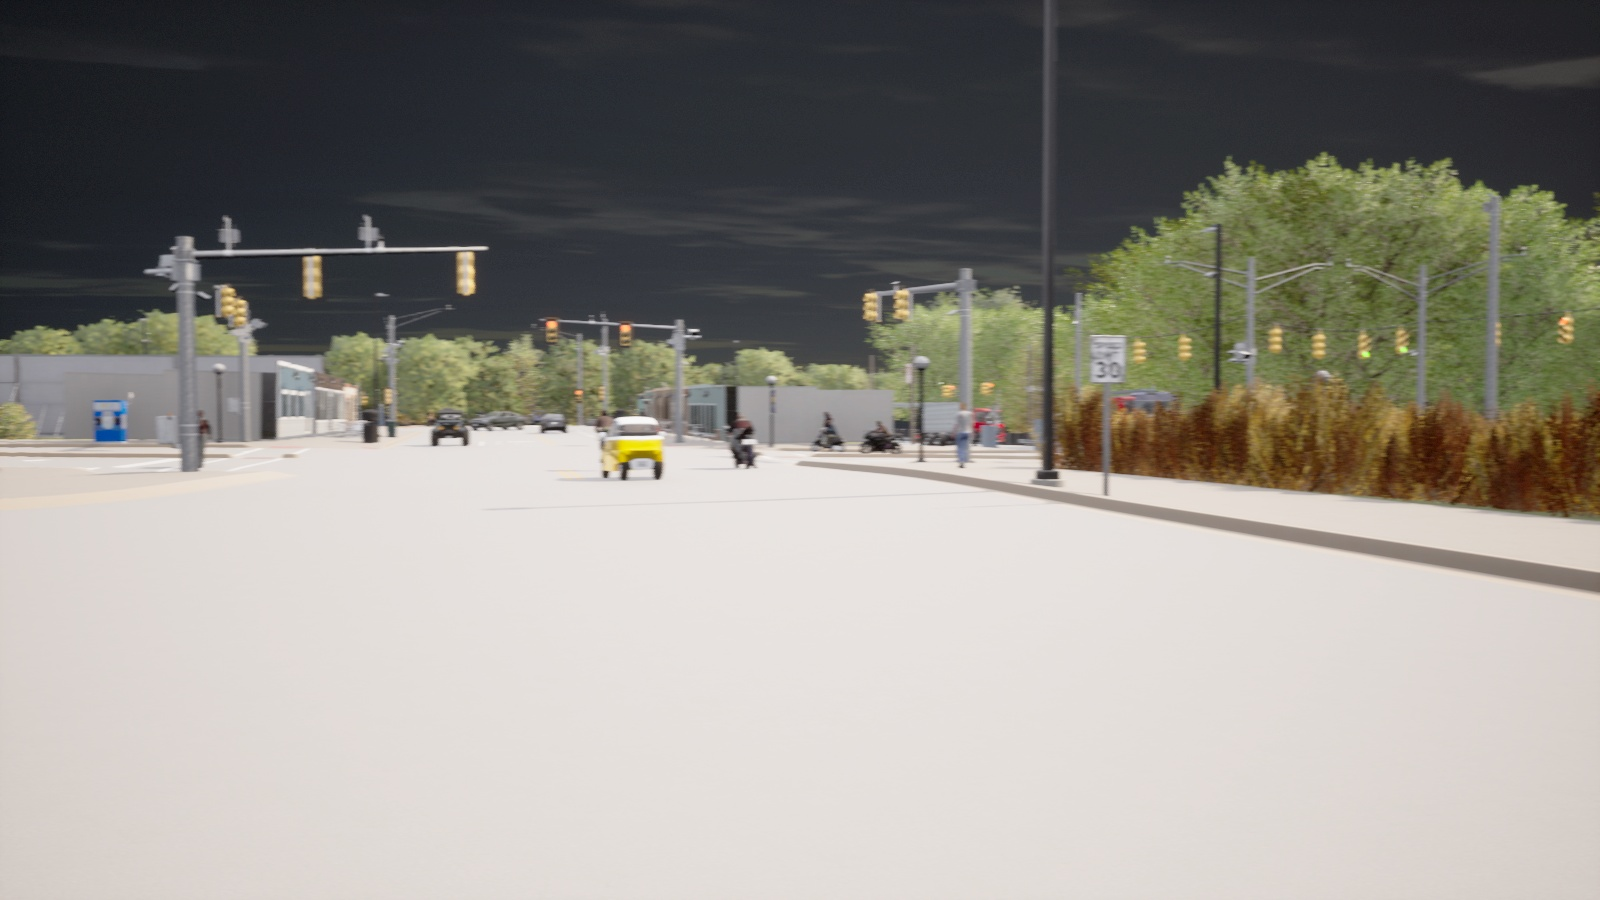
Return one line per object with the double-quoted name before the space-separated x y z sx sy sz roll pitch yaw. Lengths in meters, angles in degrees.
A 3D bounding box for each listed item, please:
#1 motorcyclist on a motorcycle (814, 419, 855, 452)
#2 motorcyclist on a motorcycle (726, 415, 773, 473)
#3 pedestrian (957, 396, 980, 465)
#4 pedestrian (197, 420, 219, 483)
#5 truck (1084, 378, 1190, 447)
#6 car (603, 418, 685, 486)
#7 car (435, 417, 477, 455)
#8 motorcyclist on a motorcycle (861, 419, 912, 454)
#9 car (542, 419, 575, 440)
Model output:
"motorcyclist on a motorcycle" 1.685 -0.705 61.453 1.817 1.590 0.866 0 1 -11
"motorcyclist on a motorcycle" -1.406 -0.169 34.457 0.866 1.530 2.191 -2 1 -13
"pedestrian" 4.572 -0.535 34.092 0.354 1.836 0.706 -2 3 -15
"pedestrian" -18.682 0.042 39.628 0.402 1.930 0.666 -2 3 -12
"truck" 20.296 -2.179 76.246 2.891 3.827 8.468 -2 1 -9
"car" -3.477 0.021 27.754 1.481 1.376 2.207 -2 1 -14
"car" -18.249 -0.775 66.733 1.905 1.878 3.866 -2 2 -12
"motorcyclist on a motorcycle" 3.728 -0.591 54.291 2.044 1.523 0.797 0 2 -19
"car" -18.583 -1.617 96.680 2.163 1.488 4.792 -2 2 -14
